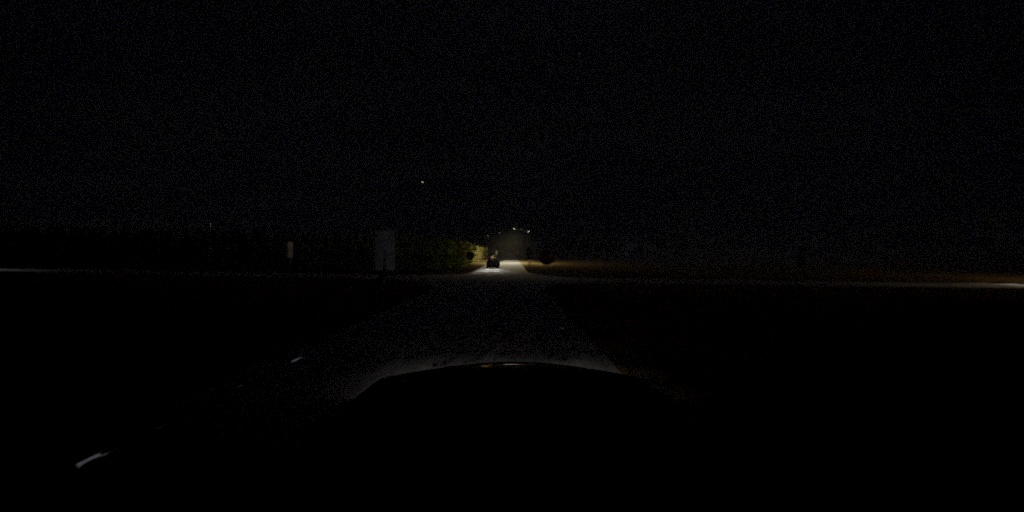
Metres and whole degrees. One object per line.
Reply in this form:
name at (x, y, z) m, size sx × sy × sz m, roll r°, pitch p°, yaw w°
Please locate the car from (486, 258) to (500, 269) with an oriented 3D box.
car at (-2.766, 1.070, 52.645) m, size 2.128 × 1.511 × 4.902 m, roll 0°, pitch 1°, yaw 0°
